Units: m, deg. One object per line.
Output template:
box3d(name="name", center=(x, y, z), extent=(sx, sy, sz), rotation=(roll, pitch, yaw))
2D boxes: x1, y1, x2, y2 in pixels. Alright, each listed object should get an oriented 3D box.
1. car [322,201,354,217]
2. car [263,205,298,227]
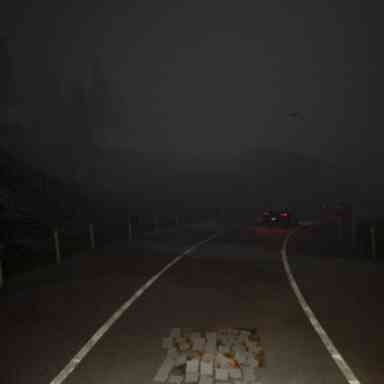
box3d(name="car", center=(16.771, 1.794, 38.059), extent=(4.553, 1.767, 2.097), rotation=(1, 3, -45))
box3d(name="car", center=(6.523, 1.658, 24.339), extent=(1.812, 1.442, 4.674), rotation=(2, 0, 27))
